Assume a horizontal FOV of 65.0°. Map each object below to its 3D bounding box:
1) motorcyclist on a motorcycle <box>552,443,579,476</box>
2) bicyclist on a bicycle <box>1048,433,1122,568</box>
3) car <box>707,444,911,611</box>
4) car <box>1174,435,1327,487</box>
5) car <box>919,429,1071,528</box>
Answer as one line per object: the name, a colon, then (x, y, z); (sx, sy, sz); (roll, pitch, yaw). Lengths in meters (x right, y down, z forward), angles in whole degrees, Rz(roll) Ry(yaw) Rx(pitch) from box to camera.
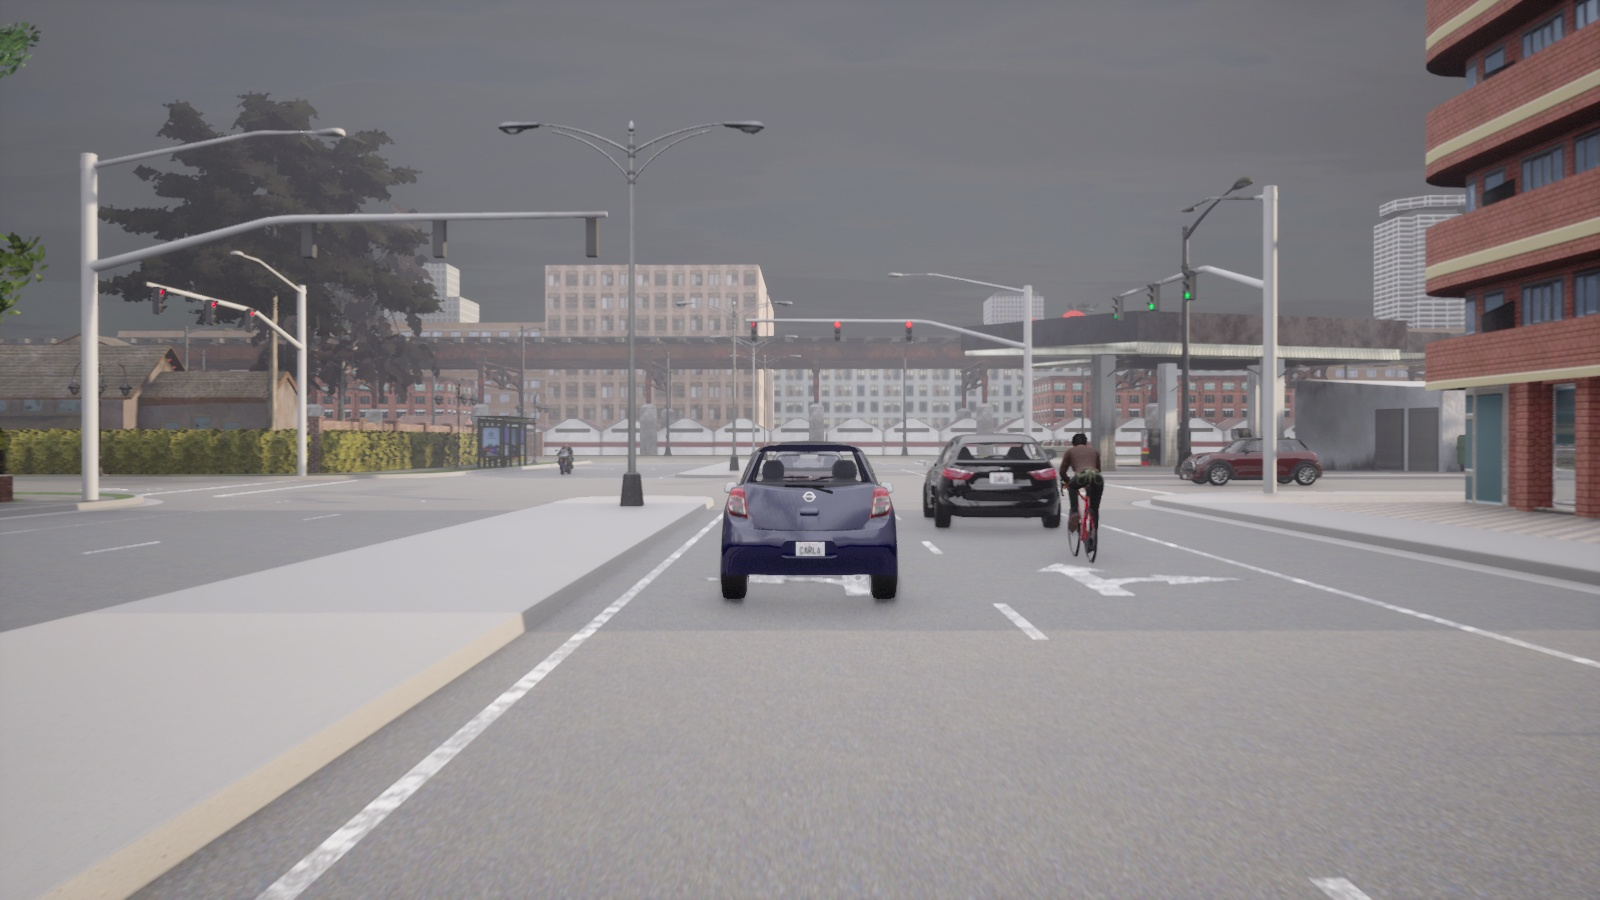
motorcyclist on a motorcycle: (-11.145, 0.436, 59.691); (0.866, 1.530, 2.191); (0, 0, 0)
bicyclist on a bicycle: (3.603, 0.612, 15.984); (0.582, 1.620, 1.656); (0, 0, 0)
car: (0.091, 0.686, 13.143); (1.845, 1.501, 3.633); (0, 0, 0)
car: (15.609, 0.371, 43.686); (4.553, 1.767, 2.097); (0, 0, -1)
car: (3.490, 0.462, 23.372); (2.242, 1.667, 4.611); (0, 0, 2)
